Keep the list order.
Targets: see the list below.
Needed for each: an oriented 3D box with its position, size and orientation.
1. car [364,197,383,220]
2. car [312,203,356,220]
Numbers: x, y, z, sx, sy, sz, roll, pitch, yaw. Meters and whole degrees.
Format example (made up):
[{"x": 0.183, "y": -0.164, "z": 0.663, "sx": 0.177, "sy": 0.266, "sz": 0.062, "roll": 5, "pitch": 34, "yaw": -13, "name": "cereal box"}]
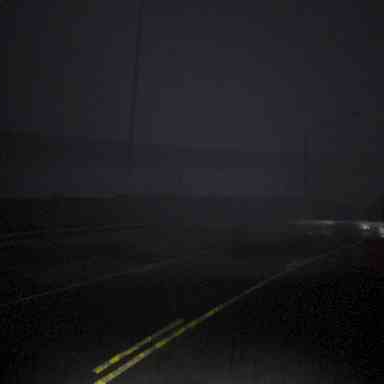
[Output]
[{"x": 17.913, "y": 1.469, "z": 30.107, "sx": 5.566, "sy": 2.045, "sz": 2.150, "roll": 0, "pitch": -1, "yaw": -33, "name": "car"}, {"x": 13.340, "y": 1.767, "z": 31.201, "sx": 5.008, "sy": 1.535, "sz": 1.882, "roll": 0, "pitch": -1, "yaw": -34, "name": "car"}]
